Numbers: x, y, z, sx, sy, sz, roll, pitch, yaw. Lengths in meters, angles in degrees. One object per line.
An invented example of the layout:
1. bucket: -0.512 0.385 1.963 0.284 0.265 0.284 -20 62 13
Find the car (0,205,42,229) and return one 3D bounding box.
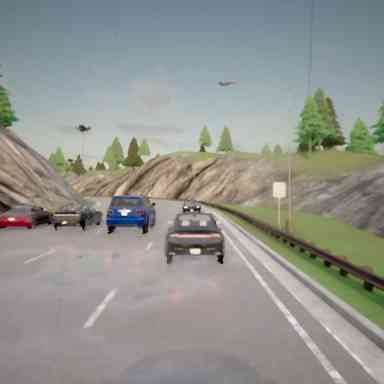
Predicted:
1. car: -10.416 1.532 21.243 1.994 1.385 4.181 0 0 0

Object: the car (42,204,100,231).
1. car: -6.914 1.460 20.454 2.128 1.511 4.902 0 0 0

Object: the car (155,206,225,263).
1. car: 0.092 1.472 11.905 2.128 1.511 4.902 0 0 0

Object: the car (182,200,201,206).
1. car: -0.109 1.544 35.298 1.895 1.301 4.718 0 0 -3

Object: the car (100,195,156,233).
1. car: -3.413 1.190 19.446 2.150 2.045 5.566 0 0 0
